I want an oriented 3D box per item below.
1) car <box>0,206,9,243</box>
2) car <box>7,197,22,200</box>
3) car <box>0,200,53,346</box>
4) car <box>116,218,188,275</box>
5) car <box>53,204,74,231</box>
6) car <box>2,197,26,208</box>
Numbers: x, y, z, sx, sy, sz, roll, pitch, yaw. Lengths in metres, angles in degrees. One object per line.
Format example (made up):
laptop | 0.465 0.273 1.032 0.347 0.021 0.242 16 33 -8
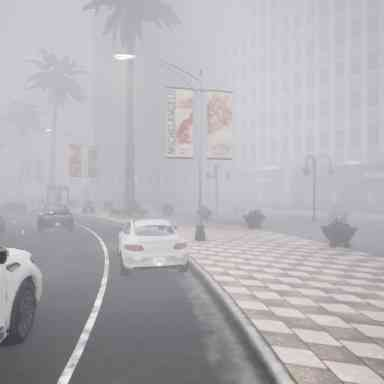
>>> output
car | -10.499 1.540 16.595 2.033 1.411 5.357 0 0 -25
car | -18.480 1.463 34.234 1.882 1.535 5.008 0 0 -38
car | -3.342 1.221 3.111 2.150 2.045 5.566 0 0 -6
car | -1.355 1.525 10.430 1.812 1.442 4.674 0 0 -14
car | -8.266 1.486 19.805 2.128 1.511 4.902 0 0 -28
car | -25.899 1.461 48.418 2.231 1.521 4.892 0 0 -39
